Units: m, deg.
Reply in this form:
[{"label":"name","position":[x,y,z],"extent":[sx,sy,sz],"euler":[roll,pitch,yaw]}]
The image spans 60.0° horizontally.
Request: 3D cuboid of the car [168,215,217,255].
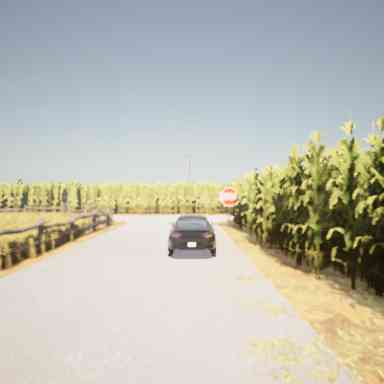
[{"label":"car","position":[0.015,1.679,13.883],"extent":[1.812,1.442,4.674],"euler":[0,0,0]}]
